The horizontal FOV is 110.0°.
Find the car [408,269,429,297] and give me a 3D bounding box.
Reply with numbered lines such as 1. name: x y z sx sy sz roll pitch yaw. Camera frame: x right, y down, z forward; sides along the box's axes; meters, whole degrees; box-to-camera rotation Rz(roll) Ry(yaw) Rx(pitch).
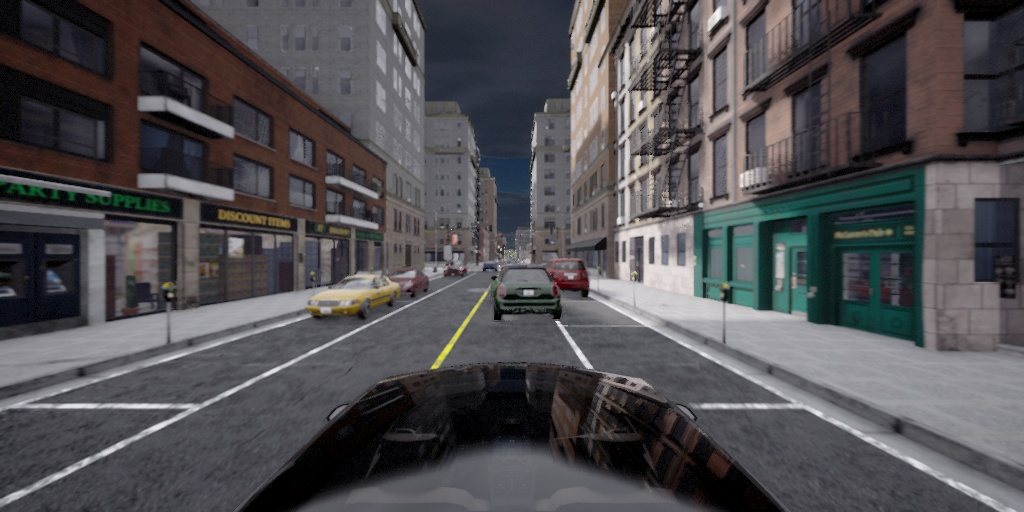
1. car: -5.388 1.307 18.418 1.802 1.307 4.207 0 0 0

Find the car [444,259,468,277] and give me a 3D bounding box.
1. car: -5.390 1.153 34.778 1.967 1.591 4.097 0 0 0

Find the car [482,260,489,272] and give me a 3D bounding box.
1. car: -2.754 1.260 46.094 2.033 1.411 5.357 0 0 0

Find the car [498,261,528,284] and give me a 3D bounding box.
1. car: 0.094 1.208 27.935 2.128 1.511 4.902 0 0 0

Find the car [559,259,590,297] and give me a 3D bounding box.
1. car: 2.635 1.040 18.415 2.192 1.841 5.009 0 0 0

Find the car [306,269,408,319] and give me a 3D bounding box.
1. car: -5.388 1.257 12.795 1.751 1.417 4.829 0 0 0

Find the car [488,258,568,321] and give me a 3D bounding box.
1. car: 0.338 1.084 12.568 2.097 1.767 4.553 0 0 -4
